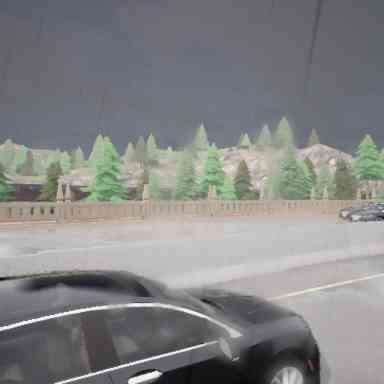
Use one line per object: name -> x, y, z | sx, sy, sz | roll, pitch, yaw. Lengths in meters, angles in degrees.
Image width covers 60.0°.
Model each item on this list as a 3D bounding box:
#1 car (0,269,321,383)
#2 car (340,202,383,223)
car -> -0.857, 1.504, 2.992 | 4.892, 1.490, 1.837 | 0, 0, -34
car -> 12.807, 1.532, 22.280 | 4.902, 1.511, 2.128 | 0, 0, -21
